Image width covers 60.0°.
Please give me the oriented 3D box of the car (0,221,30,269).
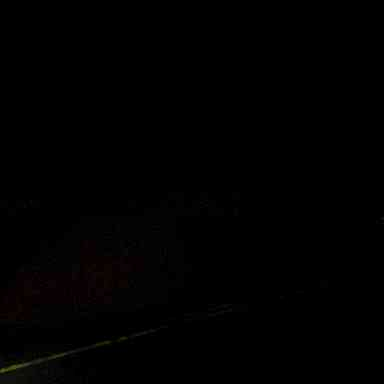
[{"bbox_3d":[-5.946,1.503,8.348,4.892,1.490,1.837,0,0,-35],"label":"car"}]
